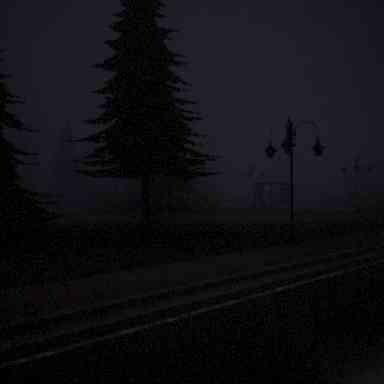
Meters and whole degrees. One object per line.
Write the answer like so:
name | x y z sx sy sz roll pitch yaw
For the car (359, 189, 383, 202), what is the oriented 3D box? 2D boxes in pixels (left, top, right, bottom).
car | 27.833 0.690 49.903 1.970 1.475 3.806 -1 1 -36

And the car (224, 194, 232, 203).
car | 4.421 1.068 53.157 1.812 1.442 4.674 -1 1 -36

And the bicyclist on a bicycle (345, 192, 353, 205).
bicyclist on a bicycle | 18.863 0.787 39.924 1.656 1.620 0.582 -1 1 -36

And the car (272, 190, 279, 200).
car | 14.587 0.686 63.316 2.007 1.523 4.514 -1 1 -36

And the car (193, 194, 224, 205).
car | 2.062 1.068 50.359 1.882 1.535 5.008 -1 0 -36

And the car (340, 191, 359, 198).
car | 31.209 0.461 65.815 1.845 1.501 3.633 -1 1 -36
